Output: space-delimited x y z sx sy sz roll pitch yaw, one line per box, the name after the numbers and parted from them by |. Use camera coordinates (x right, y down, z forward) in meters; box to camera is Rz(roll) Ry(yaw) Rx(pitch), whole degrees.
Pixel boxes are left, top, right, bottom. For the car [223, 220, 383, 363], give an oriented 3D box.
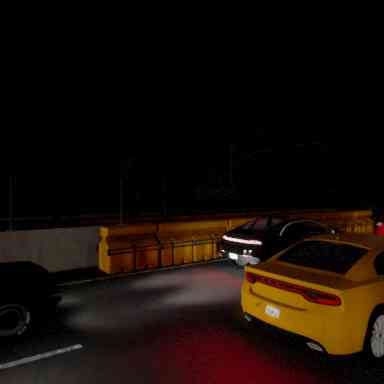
3.111 1.477 5.969 5.008 1.535 1.882 0 0 -36 | car

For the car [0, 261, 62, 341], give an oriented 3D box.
-4.502 1.601 4.833 4.718 1.301 1.895 0 0 -36 | car

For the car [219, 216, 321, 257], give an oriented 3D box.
3.074 1.490 10.240 4.902 1.511 2.128 0 0 -36 | car
